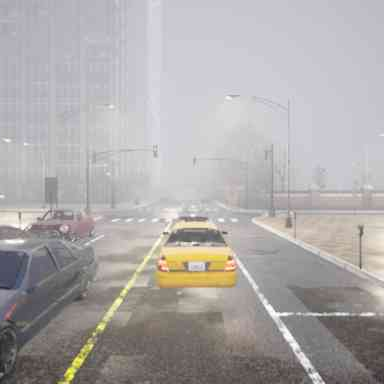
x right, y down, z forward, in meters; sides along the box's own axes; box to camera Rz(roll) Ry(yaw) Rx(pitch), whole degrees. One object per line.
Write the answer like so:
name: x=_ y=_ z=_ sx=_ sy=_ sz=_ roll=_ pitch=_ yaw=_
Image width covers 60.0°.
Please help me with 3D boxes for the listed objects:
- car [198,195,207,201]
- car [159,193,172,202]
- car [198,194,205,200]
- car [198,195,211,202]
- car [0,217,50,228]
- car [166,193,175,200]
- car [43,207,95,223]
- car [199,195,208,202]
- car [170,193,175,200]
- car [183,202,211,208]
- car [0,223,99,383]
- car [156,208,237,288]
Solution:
car: x=2.613 y=1.417 z=80.374 sx=2.008 sy=1.369 sz=4.403 roll=0 pitch=0 yaw=0
car: x=-5.903 y=1.458 z=69.190 sx=1.947 sy=1.339 sz=4.313 roll=0 pitch=0 yaw=0
car: x=2.602 y=1.375 z=91.496 sx=1.887 sy=1.381 sz=4.507 roll=0 pitch=0 yaw=0
car: x=2.689 y=1.468 z=63.699 sx=1.947 sy=1.339 sz=4.313 roll=0 pitch=0 yaw=0
car: x=-5.700 y=1.576 z=8.974 sx=1.802 sy=1.307 sz=4.206 roll=0 pitch=0 yaw=0
car: x=-5.923 y=1.146 z=91.432 sx=2.192 sy=1.841 sz=5.009 roll=0 pitch=0 yaw=0
car: x=-5.705 y=1.427 z=14.667 sx=1.967 sy=1.590 sz=4.097 roll=0 pitch=0 yaw=0
car: x=2.618 y=1.425 z=74.814 sx=1.887 sy=1.381 sz=4.507 roll=0 pitch=0 yaw=0
car: x=-5.918 y=1.290 z=85.874 sx=1.967 sy=1.590 sz=4.097 roll=0 pitch=0 yaw=0
car: x=0.097 y=1.527 z=19.439 sx=2.033 sy=1.411 sz=5.357 roll=0 pitch=0 yaw=0
car: x=-3.094 y=1.545 z=5.573 sx=2.033 sy=1.411 sz=5.357 roll=0 pitch=0 yaw=0
car: x=0.090 y=1.450 z=9.176 sx=1.801 sy=1.575 sz=5.366 roll=0 pitch=0 yaw=0
